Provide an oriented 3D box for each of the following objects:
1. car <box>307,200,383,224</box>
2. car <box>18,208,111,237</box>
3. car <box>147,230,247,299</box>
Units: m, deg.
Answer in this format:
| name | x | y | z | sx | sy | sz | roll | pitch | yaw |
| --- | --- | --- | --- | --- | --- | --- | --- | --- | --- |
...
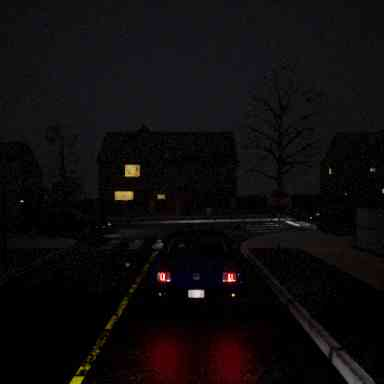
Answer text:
| name | x | y | z | sx | sy | sz | roll | pitch | yaw |
| --- | --- | --- | --- | --- | --- | --- | --- | --- | --- |
| car | 10.383 | 1.236 | 21.626 | 5.357 | 1.411 | 2.033 | -1 | 1 | 0 |
| car | -7.083 | 1.648 | 18.678 | 4.892 | 1.490 | 1.837 | -2 | 1 | 0 |
| car | 0.151 | 1.601 | 8.392 | 1.895 | 1.301 | 4.718 | 0 | 0 | 2 |
